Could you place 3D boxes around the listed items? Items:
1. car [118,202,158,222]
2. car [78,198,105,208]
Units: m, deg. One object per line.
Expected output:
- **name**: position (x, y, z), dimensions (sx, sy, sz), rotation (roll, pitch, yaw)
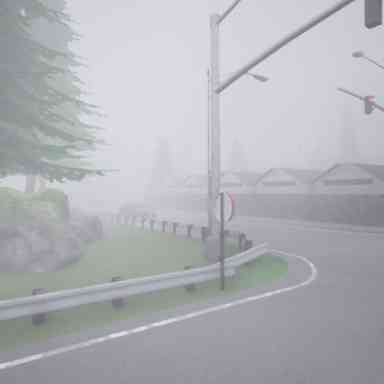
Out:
- **car**: position (-4.634, 1.601, 28.071), dimensions (1.837, 1.490, 4.892), rotation (-1, 0, -35)
- **car**: position (-15.142, 1.596, 50.483), dimensions (2.033, 1.411, 5.357), rotation (0, 0, 14)
